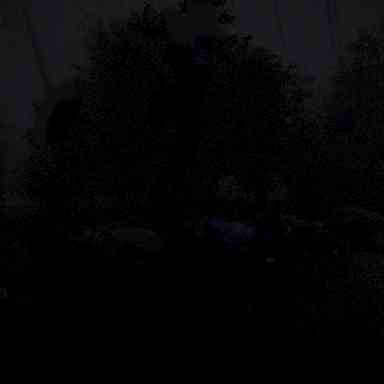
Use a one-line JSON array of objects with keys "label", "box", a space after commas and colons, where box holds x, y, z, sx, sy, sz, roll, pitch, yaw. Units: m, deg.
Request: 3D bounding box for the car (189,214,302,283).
[{"label": "car", "box": [0.428, 1.477, 9.906, 2.097, 1.535, 5.008, 0, 0, -36]}]

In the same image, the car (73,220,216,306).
[{"label": "car", "box": [-1.866, 1.478, 8.260, 2.097, 1.535, 5.008, 0, 0, -36]}]

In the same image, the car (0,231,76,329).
[{"label": "car", "box": [-4.180, 1.509, 6.641, 2.163, 1.488, 4.792, 0, 0, -36]}]

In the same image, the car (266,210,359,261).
[{"label": "car", "box": [2.721, 1.477, 11.554, 2.231, 1.521, 4.892, 0, 0, -36]}]

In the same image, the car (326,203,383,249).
[{"label": "car", "box": [7.300, 1.473, 14.858, 2.231, 1.521, 4.892, 0, 0, -36]}]

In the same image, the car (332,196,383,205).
[{"label": "car", "box": [9.514, 1.217, 16.405, 2.435, 2.045, 5.566, 0, 0, -36]}]
